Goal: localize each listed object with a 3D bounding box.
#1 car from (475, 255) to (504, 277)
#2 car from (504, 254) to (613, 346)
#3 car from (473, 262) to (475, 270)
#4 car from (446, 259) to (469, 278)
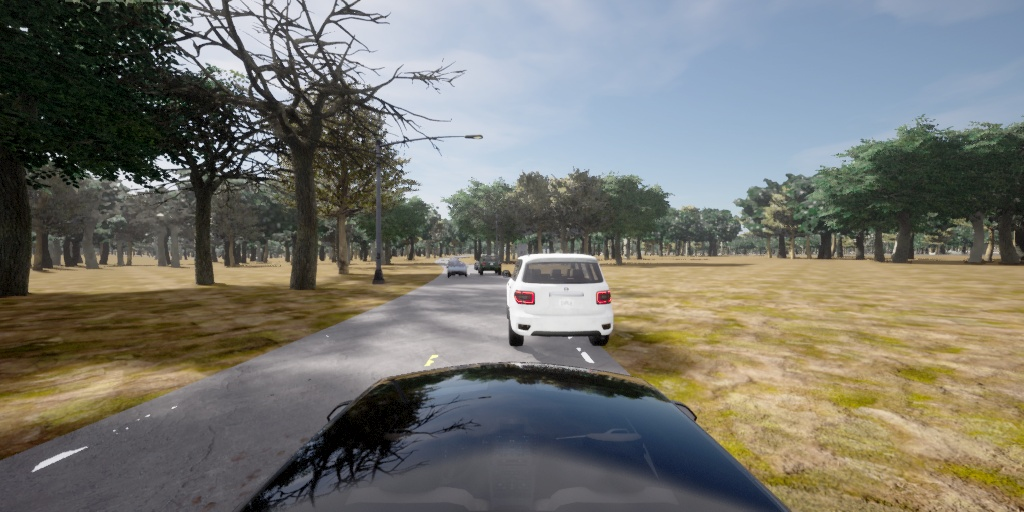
[{"bbox_3d":[-2.392,0.900,37.752,2.150,2.045,5.566,0,0,-9],"label":"car"},{"bbox_3d":[0.959,0.968,9.513,2.150,2.045,5.566,0,0,-2],"label":"car"},{"bbox_3d":[-4.035,1.194,48.061,1.994,1.385,4.181,0,0,-10],"label":"car"},{"bbox_3d":[-4.991,1.250,33.035,2.033,1.411,5.357,0,0,-7],"label":"car"}]
